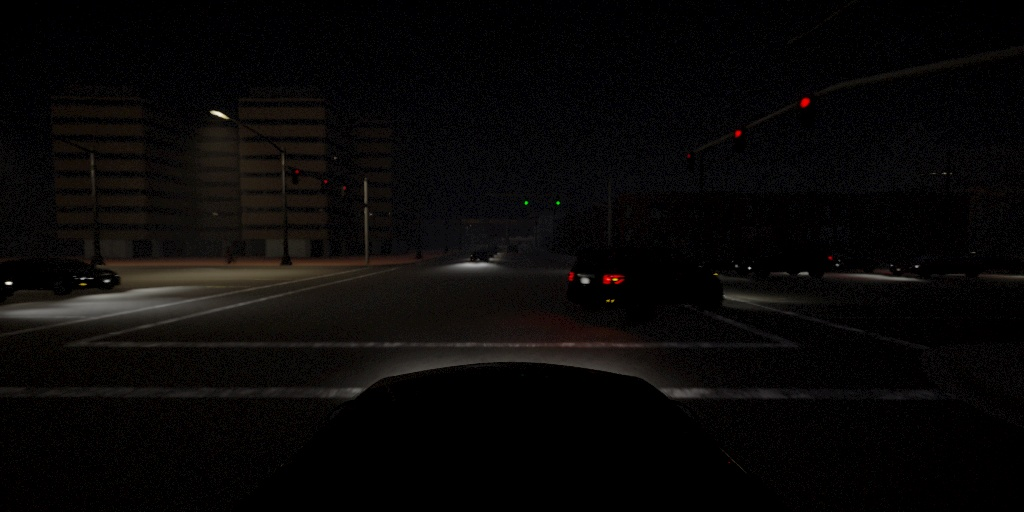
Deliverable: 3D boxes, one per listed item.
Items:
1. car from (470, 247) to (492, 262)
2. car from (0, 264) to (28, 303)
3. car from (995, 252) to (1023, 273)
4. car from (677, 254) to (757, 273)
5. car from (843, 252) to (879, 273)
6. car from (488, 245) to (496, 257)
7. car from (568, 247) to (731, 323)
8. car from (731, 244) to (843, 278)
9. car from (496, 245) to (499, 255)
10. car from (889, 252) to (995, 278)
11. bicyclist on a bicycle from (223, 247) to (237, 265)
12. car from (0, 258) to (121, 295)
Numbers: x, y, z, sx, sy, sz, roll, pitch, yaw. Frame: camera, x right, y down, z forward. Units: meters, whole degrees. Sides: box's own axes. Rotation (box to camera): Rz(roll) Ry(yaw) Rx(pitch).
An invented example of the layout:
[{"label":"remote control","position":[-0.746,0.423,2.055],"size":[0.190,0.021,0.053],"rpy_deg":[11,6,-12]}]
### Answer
[{"label":"car","position":[-3.591,-0.056,40.379],"size":[1.895,1.301,4.718],"rpy_deg":[0,2,0]},{"label":"car","position":[-20.126,1.081,12.118],"size":[4.718,1.301,1.895],"rpy_deg":[0,2,0]},{"label":"car","position":[34.134,0.444,26.115],"size":[4.674,1.442,1.812],"rpy_deg":[0,2,1]},{"label":"car","position":[14.852,0.515,26.213],"size":[4.718,1.301,1.895],"rpy_deg":[0,2,0]},{"label":"car","position":[23.931,0.440,26.157],"size":[4.674,1.442,1.812],"rpy_deg":[0,2,0]},{"label":"car","position":[-3.565,-0.488,49.255],"size":[1.812,1.442,4.674],"rpy_deg":[0,2,0]},{"label":"car","position":[4.312,0.730,11.394],"size":[5.566,2.045,2.150],"rpy_deg":[-1,1,-32]},{"label":"car","position":[16.966,0.278,22.682],"size":[5.566,2.045,2.150],"rpy_deg":[0,2,0]},{"label":"car","position":[-3.499,-0.892,59.291],"size":[1.812,1.442,4.674],"rpy_deg":[0,2,0]},{"label":"car","position":[26.762,0.584,22.654],"size":[4.674,1.442,1.812],"rpy_deg":[0,2,0]},{"label":"bicyclist on a bicycle","position":[-25.263,-0.024,32.096],"size":[0.582,1.620,1.656],"rpy_deg":[0,3,0]},{"label":"car","position":[-20.035,0.845,15.609],"size":[4.892,1.490,1.837],"rpy_deg":[0,2,1]}]
